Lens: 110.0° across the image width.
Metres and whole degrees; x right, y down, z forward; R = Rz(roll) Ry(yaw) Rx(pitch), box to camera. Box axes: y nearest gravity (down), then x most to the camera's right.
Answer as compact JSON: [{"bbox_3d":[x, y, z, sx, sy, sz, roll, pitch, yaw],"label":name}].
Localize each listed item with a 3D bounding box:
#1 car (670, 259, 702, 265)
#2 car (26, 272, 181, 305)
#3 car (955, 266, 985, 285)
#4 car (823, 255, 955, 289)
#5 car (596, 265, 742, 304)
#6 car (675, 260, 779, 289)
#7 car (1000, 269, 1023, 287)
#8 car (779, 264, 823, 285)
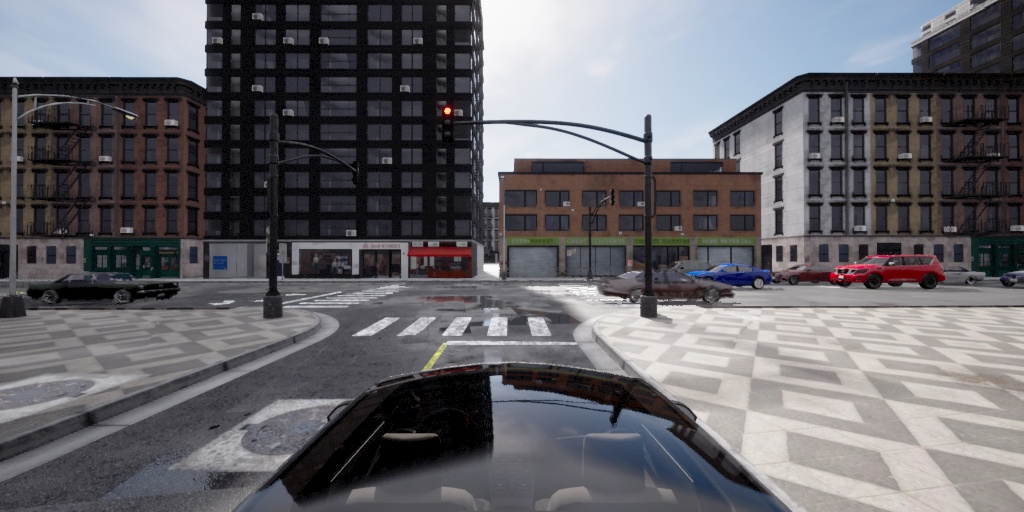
[{"bbox_3d":[11.957,1.116,25.289,4.553,1.767,2.097,0,0,0],"label":"car"},{"bbox_3d":[-17.133,1.341,15.235,4.718,1.301,1.895,0,0,0],"label":"car"},{"bbox_3d":[29.988,1.328,25.340,4.718,1.301,1.895,0,0,0],"label":"car"},{"bbox_3d":[23.022,0.936,22.076,5.566,2.045,2.150,0,0,0],"label":"car"},{"bbox_3d":[6.392,1.242,15.316,5.357,1.411,2.033,0,0,0],"label":"car"},{"bbox_3d":[13.096,1.213,22.031,5.008,1.535,1.882,0,0,-2],"label":"car"},{"bbox_3d":[33.246,1.219,22.102,4.674,1.442,1.812,0,0,0],"label":"car"},{"bbox_3d":[20.784,1.272,25.303,4.674,1.442,1.812,0,0,0],"label":"car"}]
